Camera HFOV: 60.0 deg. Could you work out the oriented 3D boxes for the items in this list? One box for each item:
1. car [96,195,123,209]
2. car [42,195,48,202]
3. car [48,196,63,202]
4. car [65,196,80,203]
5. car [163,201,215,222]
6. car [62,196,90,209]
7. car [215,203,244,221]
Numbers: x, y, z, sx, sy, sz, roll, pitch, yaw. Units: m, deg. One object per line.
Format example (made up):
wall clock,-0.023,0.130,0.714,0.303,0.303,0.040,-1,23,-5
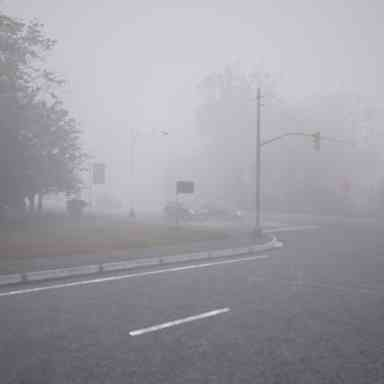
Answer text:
car,-12.179,1.444,48.735,2.150,2.045,5.566,1,-1,-38
car,-38.243,1.544,87.017,2.097,1.767,4.553,1,0,-39
car,-31.750,1.712,78.900,1.882,1.535,5.008,1,-1,-39
car,-29.275,1.803,81.408,1.812,1.442,4.674,1,-1,-39
car,-0.563,1.546,28.563,2.097,1.767,4.553,1,-1,-39
car,-16.779,1.724,48.909,2.033,1.411,5.357,1,-1,-38
car,2.538,1.727,30.285,2.128,1.511,4.902,1,0,-39
